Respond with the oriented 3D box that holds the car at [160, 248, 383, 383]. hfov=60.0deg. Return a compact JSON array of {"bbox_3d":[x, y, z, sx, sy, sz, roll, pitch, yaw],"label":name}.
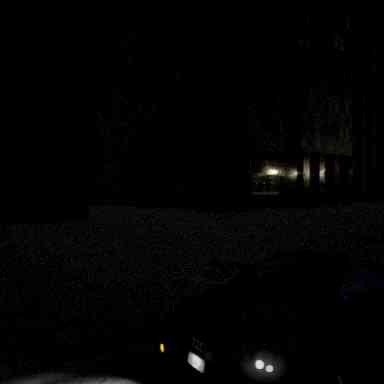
[{"bbox_3d":[1.663,1.544,4.562,4.181,1.385,1.994,0,0,-35],"label":"car"}]
